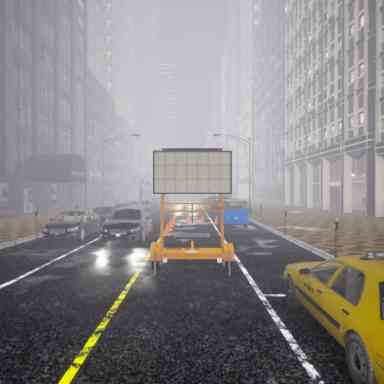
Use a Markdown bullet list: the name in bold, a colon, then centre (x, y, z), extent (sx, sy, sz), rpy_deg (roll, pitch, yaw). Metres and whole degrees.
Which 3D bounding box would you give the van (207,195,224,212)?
- **van**: centre (2.663, 1.332, 38.945), extent (1.690, 1.788, 3.998), rpy_deg (-1, 0, 0)

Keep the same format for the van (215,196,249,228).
- **van**: centre (2.671, 1.336, 21.894), extent (1.690, 1.788, 3.998), rpy_deg (-1, 0, 0)

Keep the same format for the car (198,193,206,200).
- **car**: centre (2.639, 1.291, 90.098), extent (2.192, 1.841, 5.009), rpy_deg (-1, 0, 0)

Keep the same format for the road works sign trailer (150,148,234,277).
- **road works sign trailer**: centre (0.011, 0.462, 10.259), extent (2.380, 3.560, 2.880), rpy_deg (0, 0, 0)

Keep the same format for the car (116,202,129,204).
- **car**: centre (-5.708, 1.561, 21.890), extent (1.947, 1.339, 4.313), rpy_deg (-1, 0, 0)

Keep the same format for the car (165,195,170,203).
- **car**: centre (-5.726, 1.536, 61.675), extent (2.008, 1.369, 4.403), rpy_deg (-1, 0, 0)

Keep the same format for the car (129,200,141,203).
- **car**: centre (-5.710, 1.538, 27.574), extent (1.887, 1.381, 4.507), rpy_deg (-1, 0, 0)

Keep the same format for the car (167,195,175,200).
- **car**: centre (-5.739, 1.502, 89.924), extent (1.752, 1.417, 4.829), rpy_deg (-1, 0, 0)

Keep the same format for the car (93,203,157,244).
- **car**: centre (-3.006, 1.501, 15.934), extent (1.837, 1.490, 4.892), rpy_deg (0, 0, 0)

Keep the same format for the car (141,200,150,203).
- **car**: centre (-5.714, 1.543, 33.257), extent (2.008, 1.369, 4.403), rpy_deg (-1, 0, 0)

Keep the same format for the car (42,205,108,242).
- **car**: centre (-5.705, 1.547, 16.206), extent (2.008, 1.369, 4.403), rpy_deg (-1, 0, 0)

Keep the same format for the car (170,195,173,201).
- **car**: centre (-5.731, 1.564, 73.043), extent (1.802, 1.307, 4.206), rpy_deg (-1, 0, 0)

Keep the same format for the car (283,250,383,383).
- **car**: centre (2.680, 1.524, 5.013), extent (1.752, 1.417, 4.829), rpy_deg (-1, 0, 0)

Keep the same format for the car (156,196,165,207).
- **car**: centre (-5.721, 1.539, 50.308), extent (2.008, 1.369, 4.403), rpy_deg (-1, 0, 0)

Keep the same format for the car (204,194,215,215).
- **car**: centre (2.665, 1.307, 33.261), extent (2.192, 1.841, 5.009), rpy_deg (-1, 0, 0)

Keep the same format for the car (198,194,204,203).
- **car**: centre (2.654, 1.536, 61.679), extent (2.008, 1.369, 4.403), rpy_deg (-1, 0, 0)

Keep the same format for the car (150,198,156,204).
- **car**: centre (-5.716, 1.573, 38.941), extent (1.802, 1.307, 4.206), rpy_deg (-1, 0, 0)
